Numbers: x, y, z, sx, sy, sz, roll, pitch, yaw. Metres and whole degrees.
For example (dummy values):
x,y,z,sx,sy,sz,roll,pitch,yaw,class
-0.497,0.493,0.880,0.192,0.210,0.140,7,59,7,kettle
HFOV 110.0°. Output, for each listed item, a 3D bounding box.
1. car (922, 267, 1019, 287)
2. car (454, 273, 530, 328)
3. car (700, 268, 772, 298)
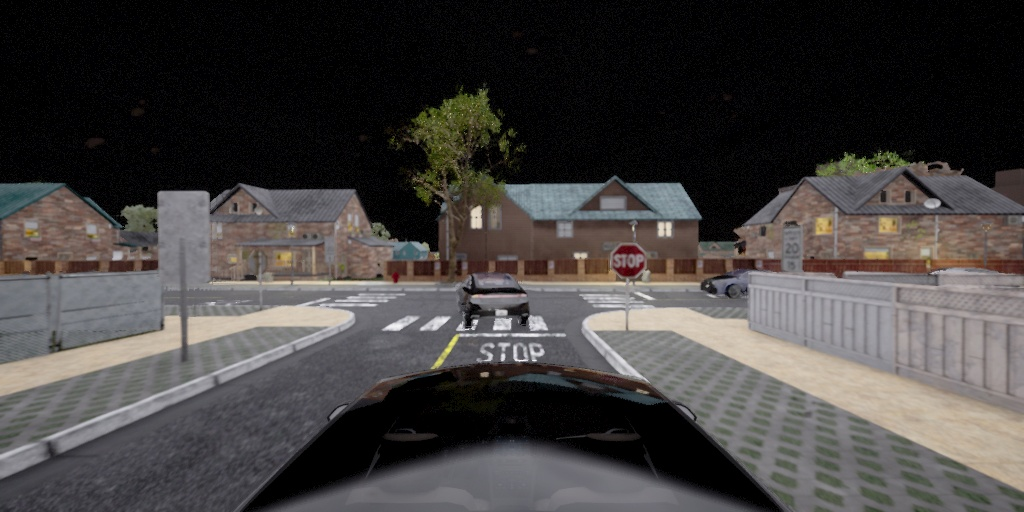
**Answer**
x,y,z,sx,sy,sz,roll,pitch,yaw,class
22.077,1.290,17.838,4.674,1.442,1.812,0,1,1,car
-0.767,1.300,11.688,2.128,1.511,4.902,0,-1,-12,car
11.878,1.333,18.116,4.181,1.385,1.994,0,1,1,car
